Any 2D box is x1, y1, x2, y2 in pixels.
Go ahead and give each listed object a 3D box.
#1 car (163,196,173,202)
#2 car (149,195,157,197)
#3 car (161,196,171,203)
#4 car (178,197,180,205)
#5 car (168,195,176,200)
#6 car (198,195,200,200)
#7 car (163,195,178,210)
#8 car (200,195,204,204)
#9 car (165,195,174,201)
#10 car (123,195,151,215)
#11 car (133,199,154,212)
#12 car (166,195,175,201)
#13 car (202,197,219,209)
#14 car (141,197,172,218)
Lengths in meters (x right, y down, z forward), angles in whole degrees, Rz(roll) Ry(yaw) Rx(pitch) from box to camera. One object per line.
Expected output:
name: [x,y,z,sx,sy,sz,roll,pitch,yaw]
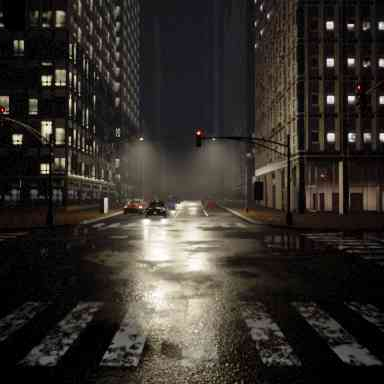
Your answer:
car: [-5.721,1.580,78.380,2.008,1.369,4.403,1,0,0]
car: [-5.697,1.331,44.929,2.192,1.841,5.009,1,0,0]
car: [-5.718,1.572,72.805,1.887,1.381,4.507,1,0,0]
car: [-3.094,1.499,58.136,1.882,1.535,5.008,0,0,0]
car: [-5.732,1.603,95.105,1.947,1.339,4.313,1,0,0]
car: [2.668,1.589,61.729,1.947,1.339,4.313,1,0,0]
car: [-3.121,1.493,42.809,1.882,1.535,5.008,0,0,0]
car: [2.672,1.546,56.321,1.752,1.417,4.829,1,0,0]
car: [-5.725,1.577,83.955,1.887,1.381,4.507,1,0,0]
car: [-5.693,1.452,33.779,1.967,1.590,4.097,1,0,0]
car: [-5.700,1.596,39.354,1.802,1.307,4.206,1,0,0]
car: [-5.728,1.585,89.530,2.008,1.369,4.403,1,0,0]
car: [2.677,1.598,44.996,1.802,1.307,4.206,1,0,0]
car: [-3.116,1.515,30.362,1.837,1.490,4.892,0,0,0]
